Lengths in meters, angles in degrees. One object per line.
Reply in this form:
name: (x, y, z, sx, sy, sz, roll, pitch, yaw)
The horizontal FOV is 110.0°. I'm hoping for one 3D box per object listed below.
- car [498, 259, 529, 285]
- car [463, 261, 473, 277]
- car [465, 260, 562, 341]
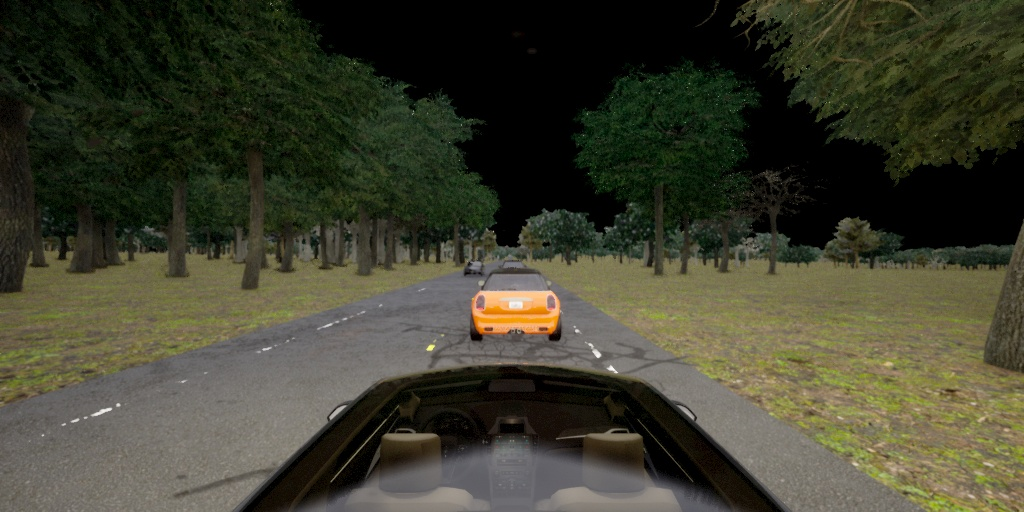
car: (0.043, 1.087, 26.753, 2.097, 1.767, 4.553, 0, 0, -1)
car: (-3.680, 1.241, 35.513, 1.837, 1.490, 4.892, 0, 0, 0)
car: (0.082, 1.097, 10.016, 2.097, 1.767, 4.553, 0, 0, 0)
